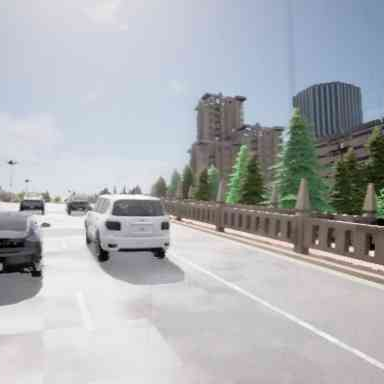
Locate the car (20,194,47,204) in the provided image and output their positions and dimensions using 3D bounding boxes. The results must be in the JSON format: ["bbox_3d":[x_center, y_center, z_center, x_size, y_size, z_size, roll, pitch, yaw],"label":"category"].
[{"bbox_3d":[-13.160,0.928,27.599,2.128,1.511,4.902,2,0,-24],"label":"car"}]

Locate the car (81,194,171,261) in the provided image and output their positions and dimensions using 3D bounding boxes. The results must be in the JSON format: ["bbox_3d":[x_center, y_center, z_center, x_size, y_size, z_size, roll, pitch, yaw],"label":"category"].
[{"bbox_3d":[-2.515,1.102,12.035,2.150,2.045,5.566,2,0,-24],"label":"car"}]

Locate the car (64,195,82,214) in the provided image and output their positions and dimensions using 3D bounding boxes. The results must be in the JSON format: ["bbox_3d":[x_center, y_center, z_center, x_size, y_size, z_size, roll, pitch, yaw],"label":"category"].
[{"bbox_3d":[-9.915,1.068,28.907,1.837,1.490,4.892,2,0,-24],"label":"car"}]

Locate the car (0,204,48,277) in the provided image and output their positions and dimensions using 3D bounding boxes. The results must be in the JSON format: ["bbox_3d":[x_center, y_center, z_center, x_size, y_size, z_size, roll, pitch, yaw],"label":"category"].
[{"bbox_3d":[-5.096,1.287,9.185,1.837,1.490,4.892,2,0,-24],"label":"car"}]
